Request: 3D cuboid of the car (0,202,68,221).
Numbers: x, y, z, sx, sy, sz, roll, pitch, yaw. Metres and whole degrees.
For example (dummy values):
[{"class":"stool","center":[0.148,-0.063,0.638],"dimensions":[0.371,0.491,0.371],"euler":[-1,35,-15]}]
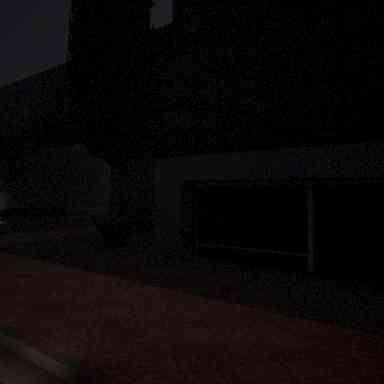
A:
[{"class":"car","center":[-13.096,1.547,27.632],"dimensions":[2.033,1.411,5.357],"euler":[0,0,36]}]
